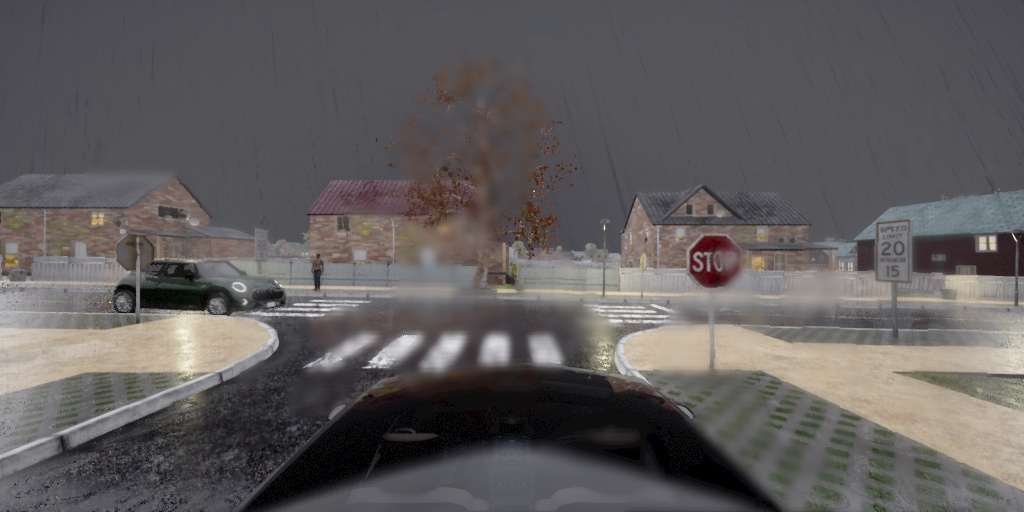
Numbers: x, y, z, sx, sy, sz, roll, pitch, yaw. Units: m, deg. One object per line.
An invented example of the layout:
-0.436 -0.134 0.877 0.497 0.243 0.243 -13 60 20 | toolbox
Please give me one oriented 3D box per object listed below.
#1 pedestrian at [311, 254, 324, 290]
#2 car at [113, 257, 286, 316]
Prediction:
-9.691 0.769 17.833 0.375 1.860 0.375 0 -2 0 | pedestrian
-9.943 0.931 11.657 4.553 1.767 2.097 1 0 4 | car
